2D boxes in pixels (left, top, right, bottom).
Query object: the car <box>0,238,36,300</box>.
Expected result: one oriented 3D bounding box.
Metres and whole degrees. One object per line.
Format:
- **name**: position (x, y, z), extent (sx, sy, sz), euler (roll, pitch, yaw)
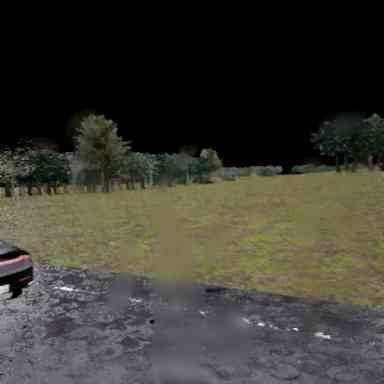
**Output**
- **car**: position (-5.380, 1.504, 6.845), extent (4.902, 1.511, 2.128), euler (-1, 1, 29)
